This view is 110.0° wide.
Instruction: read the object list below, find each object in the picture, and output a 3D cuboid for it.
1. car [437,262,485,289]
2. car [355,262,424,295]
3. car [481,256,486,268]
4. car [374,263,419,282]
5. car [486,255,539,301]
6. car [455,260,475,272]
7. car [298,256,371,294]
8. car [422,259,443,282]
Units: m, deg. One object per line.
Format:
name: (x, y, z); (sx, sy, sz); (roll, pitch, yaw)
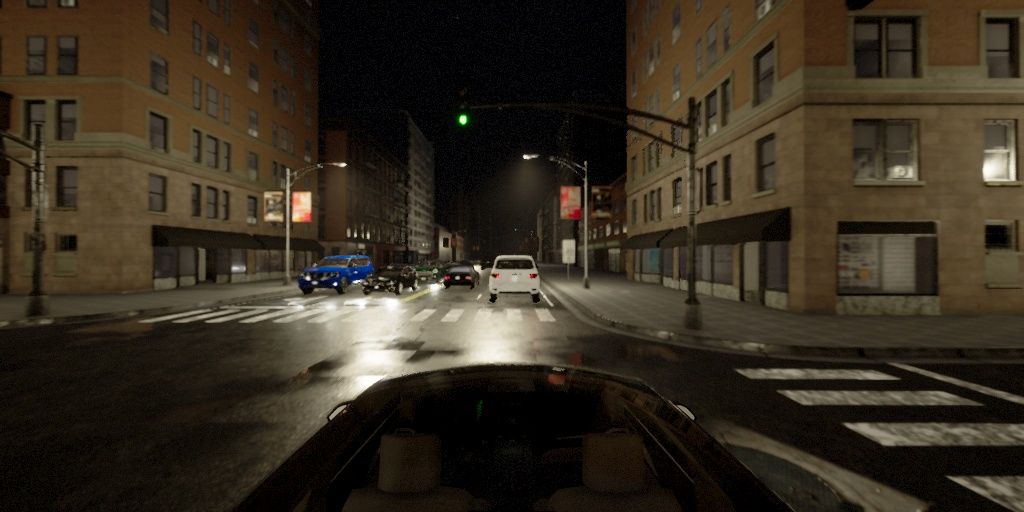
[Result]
car: (-3.145, 1.318, 23.254); (2.033, 1.411, 5.357); (0, 0, 0)
car: (-6.585, 1.272, 19.883); (1.837, 1.490, 4.892); (0, 0, 0)
car: (-3.224, 1.013, 50.918); (2.150, 2.045, 5.566); (0, 0, 0)
car: (-9.793, 1.324, 30.907); (2.033, 1.411, 5.357); (0, 0, 0)
car: (0.105, 0.988, 17.414); (2.150, 2.045, 5.566); (0, 0, 0)
car: (-6.486, 1.338, 49.749); (2.033, 1.411, 5.357); (0, 0, 0)
car: (-9.833, 0.990, 20.659); (2.150, 2.045, 5.566); (0, 0, 0)
car: (-6.560, 1.127, 28.877); (2.097, 1.767, 4.553); (0, 0, 0)
